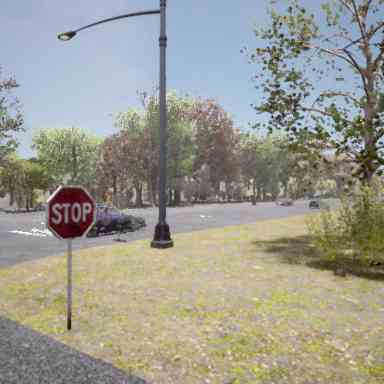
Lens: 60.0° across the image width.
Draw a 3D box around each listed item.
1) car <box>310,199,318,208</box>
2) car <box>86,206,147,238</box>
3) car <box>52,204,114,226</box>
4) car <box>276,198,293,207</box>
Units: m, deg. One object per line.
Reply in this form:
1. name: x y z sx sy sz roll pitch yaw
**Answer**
1. car: 20.036 1.799 52.509 1.837 1.490 4.892 0 0 36
2. car: -4.942 1.615 18.328 2.033 1.411 5.357 0 0 36
3. car: -8.269 1.710 25.576 1.994 1.385 4.181 0 0 36
4. car: 16.631 1.840 59.677 2.128 1.511 4.902 0 1 36
